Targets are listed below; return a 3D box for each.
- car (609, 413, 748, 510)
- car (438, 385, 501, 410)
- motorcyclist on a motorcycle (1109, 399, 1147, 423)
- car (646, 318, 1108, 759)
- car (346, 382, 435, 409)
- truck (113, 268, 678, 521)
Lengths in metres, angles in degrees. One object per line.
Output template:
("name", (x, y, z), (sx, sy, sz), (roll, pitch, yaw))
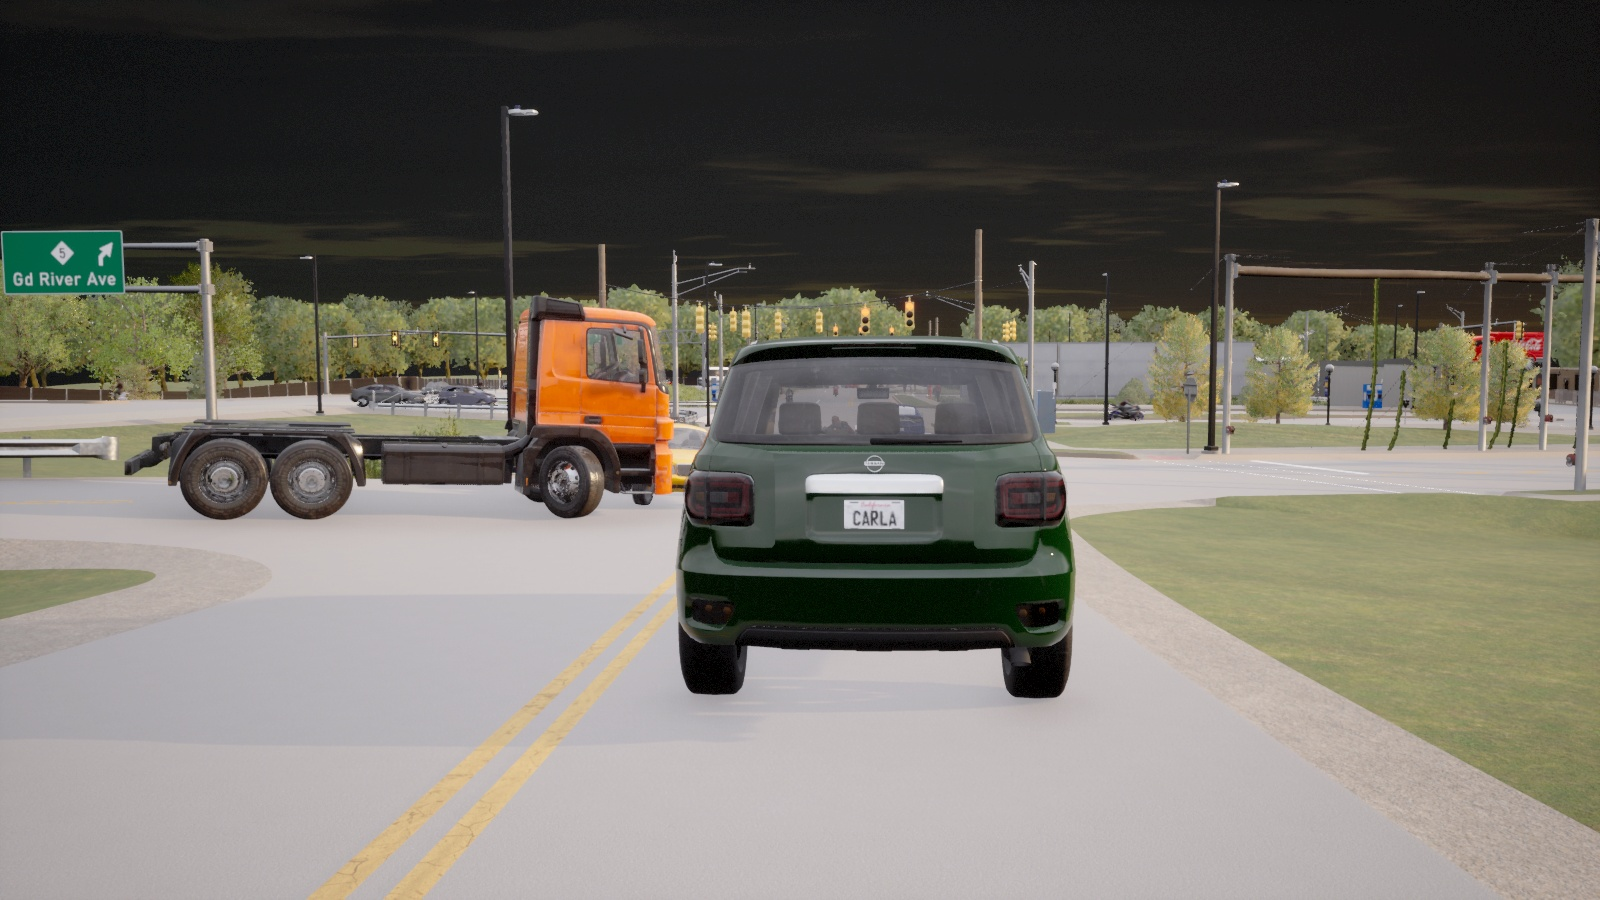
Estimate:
("car", (-2.471, 0.127, 24.123), (1.801, 1.575, 5.366), (2, 1, -14))
("car", (-21.771, -3.473, 82.839), (3.633, 1.501, 1.845), (2, 3, 2))
("motorcyclist on a motorcycle", (21.419, -2.560, 81.952), (2.191, 1.530, 0.866), (1, 4, -2))
("car", (0.505, 0.363, 8.656), (2.150, 2.045, 5.566), (0, 1, 3))
("car", (-25.888, -3.466, 79.494), (4.902, 1.511, 2.128), (2, 3, 2))
("truck", (-6.236, -0.775, 20.016), (7.936, 3.462, 2.891), (1, 3, -21))
